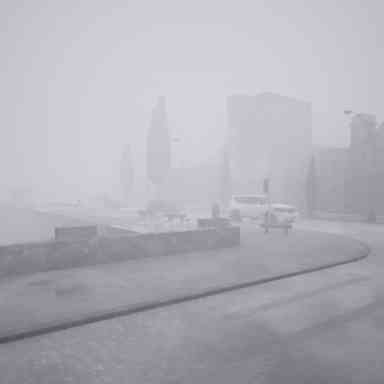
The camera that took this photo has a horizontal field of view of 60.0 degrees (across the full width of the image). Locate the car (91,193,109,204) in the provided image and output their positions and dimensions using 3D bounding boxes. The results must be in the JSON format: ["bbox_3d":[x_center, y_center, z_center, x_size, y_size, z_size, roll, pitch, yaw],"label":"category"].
[{"bbox_3d":[-17.244,1.219,62.551,2.150,2.045,5.566,0,0,-36],"label":"car"}]

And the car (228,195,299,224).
[{"bbox_3d":[5.001,1.221,24.223,2.150,2.045,5.566,0,0,-36],"label":"car"}]

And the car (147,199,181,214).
[{"bbox_3d":[-3.028,1.504,35.448,1.837,1.490,4.892,0,0,-36],"label":"car"}]

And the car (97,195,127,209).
[{"bbox_3d":[-10.996,1.546,46.635,2.033,1.411,5.357,0,0,-36],"label":"car"}]
